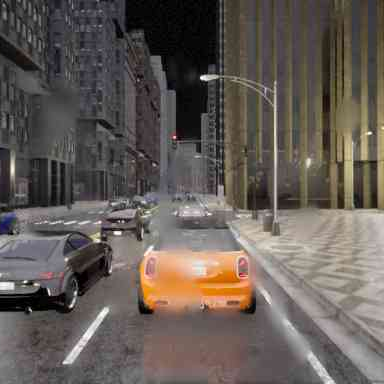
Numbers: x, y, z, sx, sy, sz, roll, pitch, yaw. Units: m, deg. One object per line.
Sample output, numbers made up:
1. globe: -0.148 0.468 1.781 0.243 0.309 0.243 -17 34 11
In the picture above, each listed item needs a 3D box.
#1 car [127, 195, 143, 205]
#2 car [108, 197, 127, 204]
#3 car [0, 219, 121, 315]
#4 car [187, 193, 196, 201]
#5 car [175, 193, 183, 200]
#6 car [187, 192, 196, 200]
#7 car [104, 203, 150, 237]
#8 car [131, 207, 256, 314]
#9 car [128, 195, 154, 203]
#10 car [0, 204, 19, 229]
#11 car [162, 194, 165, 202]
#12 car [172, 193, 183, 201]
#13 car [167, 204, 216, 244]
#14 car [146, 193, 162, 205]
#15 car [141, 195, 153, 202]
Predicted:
1. car: -9.910 1.378 58.217 1.837 1.490 4.892 0 2 1
2. car: -9.918 1.417 44.446 2.128 1.511 4.902 0 0 -1
3. car: -3.167 1.561 7.645 1.994 1.385 4.181 0 0 0
4. car: -0.105 1.337 74.293 1.812 1.442 4.674 0 0 0
5. car: -3.369 1.117 84.293 1.837 1.490 4.892 0 0 0
6. car: -0.119 0.972 84.267 2.097 1.767 4.553 0 0 0
7. car: -3.171 1.492 16.542 1.837 1.490 4.892 0 0 0
8. car: 0.093 1.349 7.744 2.097 1.767 4.553 0 0 0
9. car: -6.662 1.474 44.143 2.033 1.411 5.357 0 0 0
10. car: -9.870 1.341 15.107 2.097 1.767 4.553 0 0 0
11. car: -6.616 1.195 67.671 2.097 1.767 4.553 0 0 0
12. car: -3.355 1.168 74.258 2.097 1.767 4.553 0 0 0
13. car: 0.009 1.479 16.750 2.128 1.511 4.902 0 0 0
14. car: -6.685 1.112 54.730 2.150 2.045 5.566 0 0 0
15. car: -9.855 1.361 73.555 2.033 1.411 5.357 0 0 0
